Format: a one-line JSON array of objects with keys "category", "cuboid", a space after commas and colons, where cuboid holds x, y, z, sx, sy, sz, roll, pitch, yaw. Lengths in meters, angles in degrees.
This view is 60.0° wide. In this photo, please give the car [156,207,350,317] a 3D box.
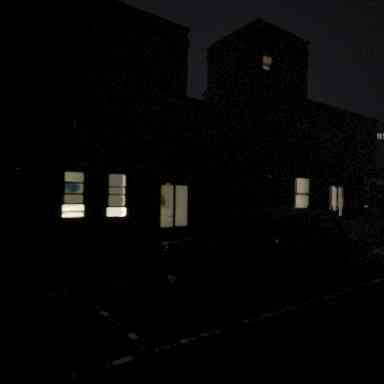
[{"category": "car", "cuboid": [1.666, 1.326, 7.727, 5.009, 1.841, 2.192, 0, 1, -35]}]
